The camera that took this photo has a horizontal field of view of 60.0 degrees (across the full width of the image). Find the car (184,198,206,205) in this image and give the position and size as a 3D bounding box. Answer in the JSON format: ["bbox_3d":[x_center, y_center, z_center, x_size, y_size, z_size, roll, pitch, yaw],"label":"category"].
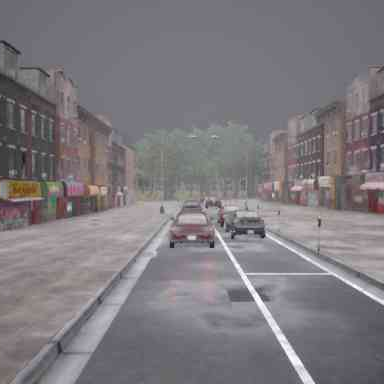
[{"bbox_3d":[0.000,1.523,29.654,1.837,1.490,4.892,0,0,0],"label":"car"}]

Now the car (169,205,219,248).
[{"bbox_3d":[0.000,1.532,14.652,1.812,1.442,4.674,0,0,0],"label":"car"}]

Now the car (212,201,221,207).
[{"bbox_3d":[2.627,1.545,22.466,1.887,1.381,4.507,-1,0,0],"label":"car"}]

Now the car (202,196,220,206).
[{"bbox_3d":[2.988,1.382,47.916,2.097,1.767,4.553,0,0,0],"label":"car"}]

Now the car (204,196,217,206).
[{"bbox_3d":[3.015,1.521,54.947,1.882,1.535,5.008,0,0,0],"label":"car"}]

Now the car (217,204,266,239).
[{"bbox_3d":[2.627,1.549,17.059,2.008,1.369,4.403,-1,0,0],"label":"car"}]
